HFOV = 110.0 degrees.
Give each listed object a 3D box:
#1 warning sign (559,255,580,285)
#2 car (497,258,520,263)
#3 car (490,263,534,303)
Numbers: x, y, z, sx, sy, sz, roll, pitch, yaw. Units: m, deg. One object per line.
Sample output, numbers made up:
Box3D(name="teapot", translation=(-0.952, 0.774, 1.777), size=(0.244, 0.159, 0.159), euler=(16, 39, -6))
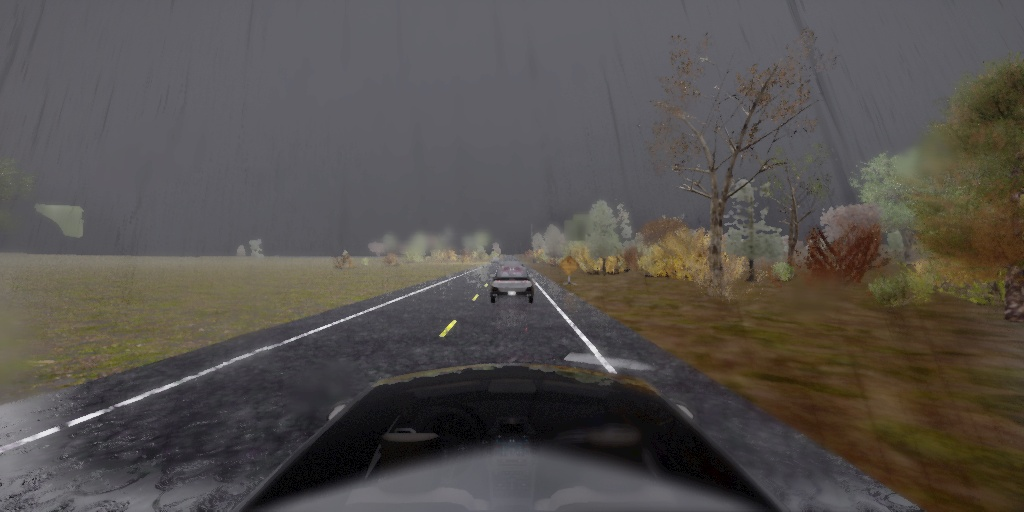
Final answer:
Box3D(name="warning sign", translation=(3.550, 0.858, 22.276), size=(1.300, 1.860, 1.060), euler=(0, 0, 0))
Box3D(name="car", translation=(0.001, 1.103, 31.469), size=(2.097, 1.767, 4.553), euler=(0, 0, 0))
Box3D(name="car", translation=(0.000, 1.242, 16.500), size=(2.128, 1.511, 4.902), euler=(0, 0, 0))
